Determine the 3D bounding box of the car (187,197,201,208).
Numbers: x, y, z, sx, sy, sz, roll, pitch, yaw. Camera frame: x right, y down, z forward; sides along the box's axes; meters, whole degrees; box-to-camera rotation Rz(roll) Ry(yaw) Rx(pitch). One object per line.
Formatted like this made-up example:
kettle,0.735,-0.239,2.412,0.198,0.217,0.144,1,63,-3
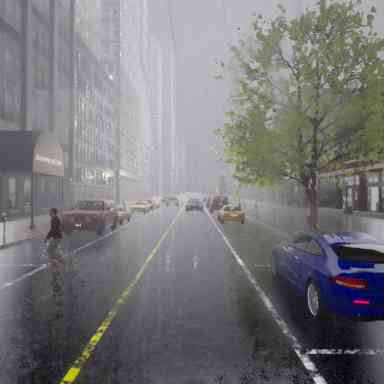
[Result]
car,0.321,1.491,47.770,1.837,1.490,4.892,0,0,1

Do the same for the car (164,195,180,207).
car,-2.828,1.511,49.450,1.812,1.442,4.674,0,0,0

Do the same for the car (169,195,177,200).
car,-5.189,1.513,91.004,1.802,1.307,4.206,1,0,0

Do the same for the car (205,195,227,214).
car,2.895,1.309,35.502,2.192,1.841,5.009,1,0,0

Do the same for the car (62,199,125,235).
car,-5.575,1.316,18.908,2.192,1.841,5.009,1,0,0

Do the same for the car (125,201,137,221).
car,-5.549,1.525,24.283,1.752,1.417,4.829,1,0,0

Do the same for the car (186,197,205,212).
car,0.296,1.594,37.748,1.895,1.301,4.718,0,0,0

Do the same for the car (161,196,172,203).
car,-5.309,1.530,68.821,1.947,1.339,4.313,1,0,0

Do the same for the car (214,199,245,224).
car,2.833,1.524,24.580,1.752,1.417,4.829,1,0,0

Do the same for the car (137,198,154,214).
car,-5.489,1.520,35.375,1.752,1.417,4.829,1,0,0

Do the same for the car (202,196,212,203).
car,3.072,1.530,68.778,1.947,1.339,4.313,1,0,0

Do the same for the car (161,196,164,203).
car,-5.429,1.513,46.468,1.752,1.417,4.829,1,0,0

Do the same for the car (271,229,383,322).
car,3.037,1.528,7.160,1.812,1.442,4.674,0,0,0

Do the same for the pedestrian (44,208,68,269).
pedestrian,-3.907,1.295,9.562,0.375,1.860,0.375,1,-1,-4

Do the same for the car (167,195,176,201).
car,-5.219,1.506,85.458,1.947,1.339,4.313,1,0,0

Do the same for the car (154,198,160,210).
car,-5.459,1.557,41.093,1.947,1.339,4.313,1,0,0
